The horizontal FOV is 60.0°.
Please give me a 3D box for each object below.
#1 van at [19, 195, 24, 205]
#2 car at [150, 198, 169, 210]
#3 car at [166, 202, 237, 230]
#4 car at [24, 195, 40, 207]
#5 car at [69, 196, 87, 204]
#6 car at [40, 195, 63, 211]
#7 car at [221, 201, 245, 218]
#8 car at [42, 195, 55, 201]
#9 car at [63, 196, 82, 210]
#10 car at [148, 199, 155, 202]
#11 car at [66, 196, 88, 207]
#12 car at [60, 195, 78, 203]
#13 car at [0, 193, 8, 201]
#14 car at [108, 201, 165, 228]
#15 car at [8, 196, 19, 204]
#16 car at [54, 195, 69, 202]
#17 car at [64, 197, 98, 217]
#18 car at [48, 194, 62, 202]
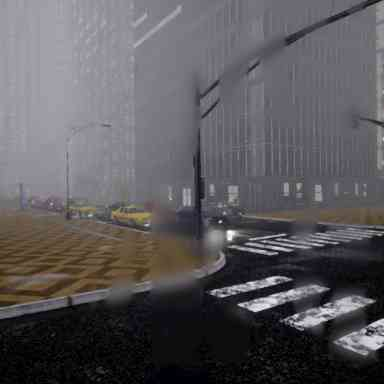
[{"bbox_3d":[-26.730,1.303,54.629,1.690,1.788,3.998,-1,1,-36],"label":"van"},{"bbox_3d":[-4.057,1.328,36.716,1.967,1.590,4.097,-1,1,-36],"label":"car"},{"bbox_3d":[0.488,1.557,21.031,1.994,1.385,4.181,-1,1,-36],"label":"car"},{"bbox_3d":[-23.483,1.411,50.120,1.967,1.590,4.097,-1,1,-36],"label":"car"},{"bbox_3d":[-20.332,1.389,59.234,1.887,1.381,4.507,-1,1,-36],"label":"car"},{"bbox_3d":[-16.991,1.429,41.099,1.967,1.590,4.097,-1,1,-36],"label":"car"},{"bbox_3d":[2.494,1.455,27.736,2.008,1.369,4.403,-1,1,-36],"label":"car"},{"bbox_3d":[-33.416,1.331,77.413,1.752,1.417,4.829,-1,1,-36],"label":"car"},{"bbox_3d":[-13.866,1.445,41.013,2.128,1.511,4.902,-1,1,-35],"label":"car"},{"bbox_3d":[-5.733,1.525,29.677,2.033,1.411,5.357,-1,1,-36],"label":"car"},{"bbox_3d":[-18.055,1.370,51.864,1.882,1.535,5.008,-1,1,-36],"label":"car"},{"bbox_3d":[-23.578,1.385,63.744,2.008,1.369,4.403,-1,1,-36],"label":"car"},{"bbox_3d":[-46.204,1.449,81.694,1.887,1.381,4.507,-1,1,-36],"label":"car"},{"bbox_3d":[-4.013,1.552,22.844,1.752,1.417,4.829,-1,1,-36],"label":"car"},{"bbox_3d":[-33.220,1.494,63.652,2.008,1.369,4.403,-1,1,-36],"label":"car"},{"bbox_3d":[-26.824,1.407,68.255,1.802,1.307,4.206,-1,1,-36],"label":"car"},{"bbox_3d":[-10.448,1.533,31.908,1.752,1.417,4.829,-1,1,-36],"label":"car"},{"bbox_3d":[-30.071,1.256,72.764,1.967,1.590,4.097,-1,1,-36],"label":"car"}]
